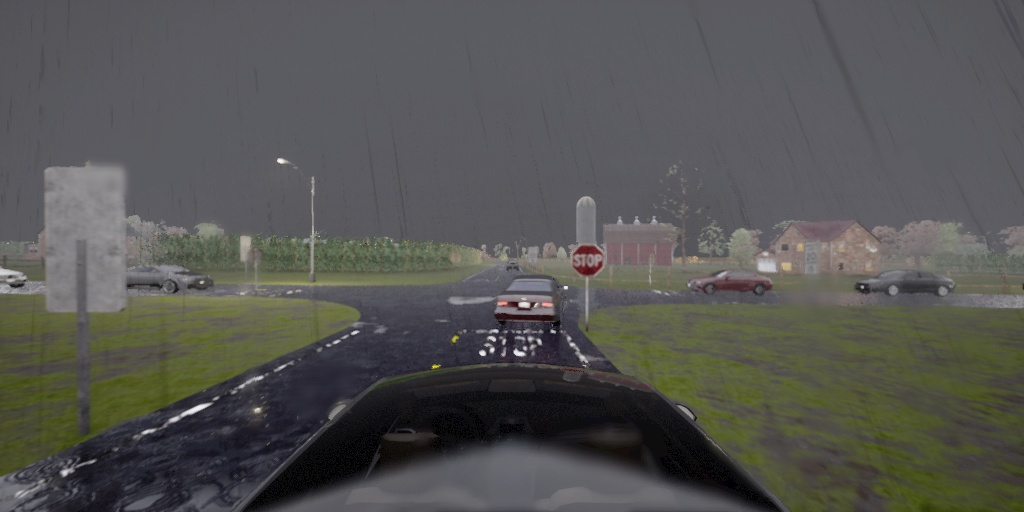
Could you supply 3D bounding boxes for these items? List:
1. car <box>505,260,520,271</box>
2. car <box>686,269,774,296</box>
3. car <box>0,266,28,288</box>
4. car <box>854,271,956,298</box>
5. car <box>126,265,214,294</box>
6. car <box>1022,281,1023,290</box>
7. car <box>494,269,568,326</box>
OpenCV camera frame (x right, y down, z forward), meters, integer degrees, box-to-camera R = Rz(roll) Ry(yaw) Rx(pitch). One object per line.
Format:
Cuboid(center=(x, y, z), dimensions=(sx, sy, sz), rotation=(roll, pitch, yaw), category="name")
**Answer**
Cuboid(center=(0.107, 1.443, 54.624), dimensions=(1.837, 1.490, 4.892), rotation=(0, 0, 0), category="car")
Cuboid(center=(12.922, 1.521, 21.392), dimensions=(4.674, 1.442, 1.812), rotation=(1, 0, 1), category="car")
Cuboid(center=(-27.874, 0.952, 18.271), dimensions=(4.674, 1.442, 1.812), rotation=(1, 0, 0), category="car")
Cuboid(center=(23.316, 1.644, 21.390), dimensions=(4.892, 1.490, 1.837), rotation=(1, 0, 0), category="car")
Cuboid(center=(-17.829, 1.140, 18.299), dimensions=(4.181, 1.385, 1.994), rotation=(1, 0, -1), category="car")
Cuboid(center=(34.397, 1.507, 21.419), dimensions=(5.566, 2.045, 2.150), rotation=(0, 0, 0), category="car")
Cuboid(center=(0.793, 1.328, 11.831), dimensions=(2.033, 1.411, 5.357), rotation=(0, 0, 11), category="car")
